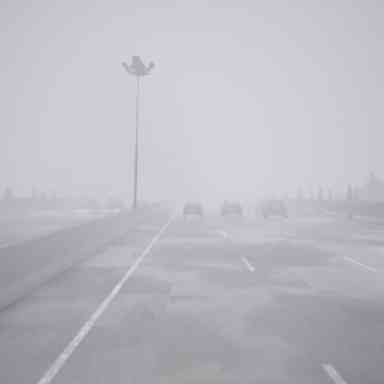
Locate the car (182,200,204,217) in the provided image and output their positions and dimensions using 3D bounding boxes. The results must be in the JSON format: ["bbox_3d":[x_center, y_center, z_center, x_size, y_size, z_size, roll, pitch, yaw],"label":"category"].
[{"bbox_3d":[0.105,1.532,31.404,2.128,1.511,4.902,0,0,0],"label":"car"}]

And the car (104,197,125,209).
[{"bbox_3d":[-10.572,1.412,45.490,2.097,1.767,4.553,0,0,0],"label":"car"}]

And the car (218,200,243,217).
[{"bbox_3d":[3.605,1.532,31.415,2.128,1.511,4.902,0,0,0],"label":"car"}]

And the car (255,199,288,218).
[{"bbox_3d":[7.104,1.390,30.215,2.097,1.767,4.553,0,0,0],"label":"car"}]

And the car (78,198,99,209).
[{"bbox_3d":[-14.071,1.551,45.438,2.128,1.511,4.902,0,0,0],"label":"car"}]

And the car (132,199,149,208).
[{"bbox_3d":[-7.068,1.624,46.024,1.994,1.385,4.181,0,0,0],"label":"car"}]
